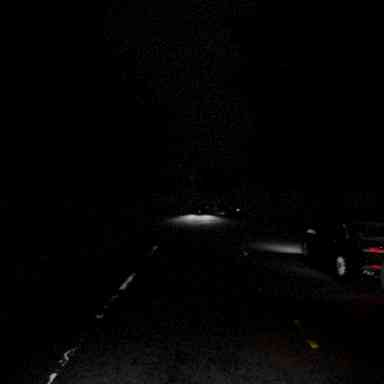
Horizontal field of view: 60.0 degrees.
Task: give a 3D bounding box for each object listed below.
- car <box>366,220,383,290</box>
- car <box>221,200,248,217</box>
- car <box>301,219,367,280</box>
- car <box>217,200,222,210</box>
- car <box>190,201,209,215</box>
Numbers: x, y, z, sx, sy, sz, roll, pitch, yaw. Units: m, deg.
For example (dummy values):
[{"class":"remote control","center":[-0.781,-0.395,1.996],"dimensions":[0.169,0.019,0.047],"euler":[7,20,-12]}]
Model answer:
[{"class":"car","center":[4.628,1.259,3.975],"dimensions":[2.150,2.045,5.566],"euler":[2,0,1]},{"class":"car","center":[4.318,1.624,32.898],"dimensions":[1.994,1.385,4.181],"euler":[2,0,1]},{"class":"car","center":[4.762,1.565,9.955],"dimensions":[1.837,1.490,4.892],"euler":[1,-1,1]},{"class":"car","center":[4.514,1.710,44.755],"dimensions":[1.994,1.385,4.181],"euler":[1,0,2]},{"class":"car","center":[0.831,1.671,35.596],"dimensions":[1.895,1.301,4.718],"euler":[1,0,2]}]
